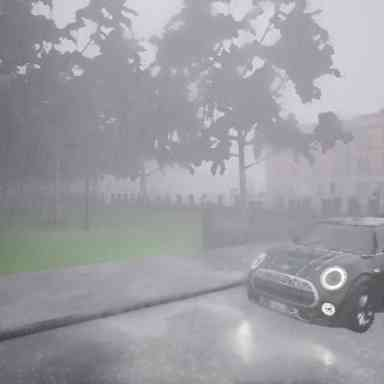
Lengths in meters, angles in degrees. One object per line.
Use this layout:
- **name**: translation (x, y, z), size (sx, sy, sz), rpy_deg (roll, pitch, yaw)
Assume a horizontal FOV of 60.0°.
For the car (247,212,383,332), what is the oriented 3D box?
- **car**: translation (3.285, 1.342, 6.927), size (4.553, 1.767, 2.097), rpy_deg (0, 0, -35)
